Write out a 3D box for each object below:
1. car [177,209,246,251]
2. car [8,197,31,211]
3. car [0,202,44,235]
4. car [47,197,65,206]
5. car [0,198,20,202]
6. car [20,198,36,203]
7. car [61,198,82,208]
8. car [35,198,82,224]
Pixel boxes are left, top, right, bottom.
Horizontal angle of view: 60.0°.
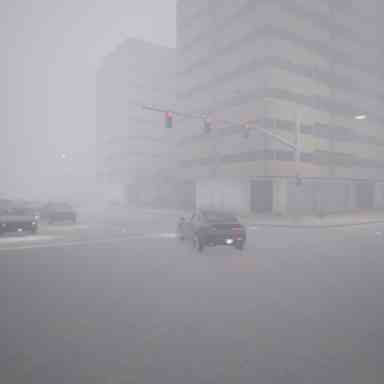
[{"bbox_3d":[0.687,1.507,14.247,1.837,1.490,4.892,1,0,-16],"label":"car"},{"bbox_3d":[-21.725,1.477,41.769,1.882,1.535,5.008,0,0,-35],"label":"car"},{"bbox_3d":[-10.258,1.547,19.153,2.033,1.411,5.357,0,0,-34],"label":"car"},{"bbox_3d":[-23.169,1.602,56.430,1.895,1.301,4.718,0,0,-34],"label":"car"},{"bbox_3d":[-15.617,1.351,26.871,2.097,1.767,4.553,0,0,-35],"label":"car"},{"bbox_3d":[-15.862,1.548,33.338,2.033,1.411,5.357,0,0,-35],"label":"car"},{"bbox_3d":[-17.513,1.566,48.265,1.994,1.385,4.181,0,0,-34],"label":"car"},{"bbox_3d":[-10.239,1.478,25.280,1.882,1.535,5.008,0,0,-35],"label":"car"}]
